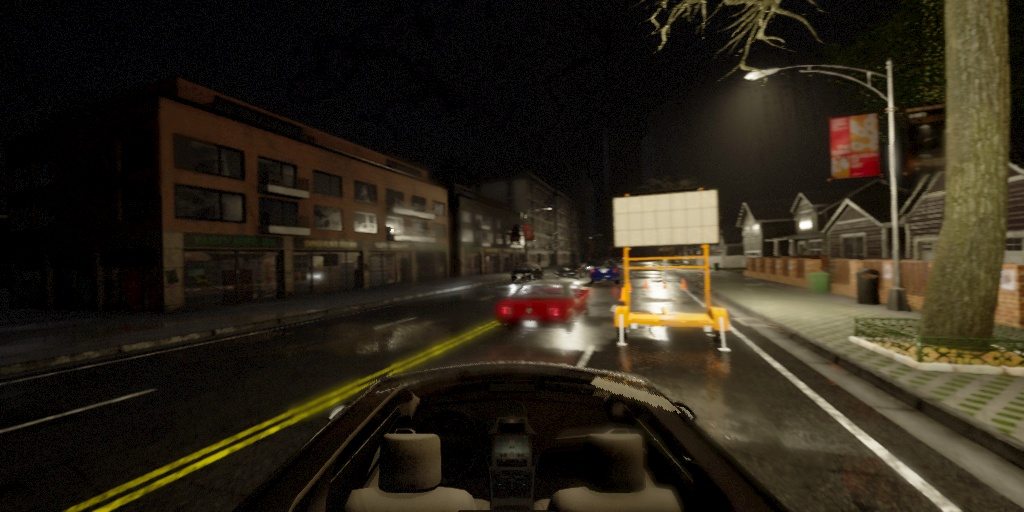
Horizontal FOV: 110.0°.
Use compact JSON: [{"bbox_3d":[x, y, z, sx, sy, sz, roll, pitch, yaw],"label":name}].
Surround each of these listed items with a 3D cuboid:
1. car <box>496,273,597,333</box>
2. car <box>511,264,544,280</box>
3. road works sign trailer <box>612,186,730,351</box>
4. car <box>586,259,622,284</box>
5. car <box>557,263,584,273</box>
[{"bbox_3d":[1.221,1.393,10.944,1.895,1.301,4.718,-2,-1,20],"label":"car"},{"bbox_3d":[1.401,1.449,30.924,2.128,1.511,4.902,-2,-1,20],"label":"car"},{"bbox_3d":[3.867,0.164,8.958,2.380,3.560,2.880,0,0,20],"label":"road works sign trailer"},{"bbox_3d":[7.242,1.112,27.417,2.097,1.767,4.553,-2,-1,20],"label":"car"},{"bbox_3d":[5.224,1.362,31.918,1.837,1.490,4.892,-2,-1,20],"label":"car"}]
